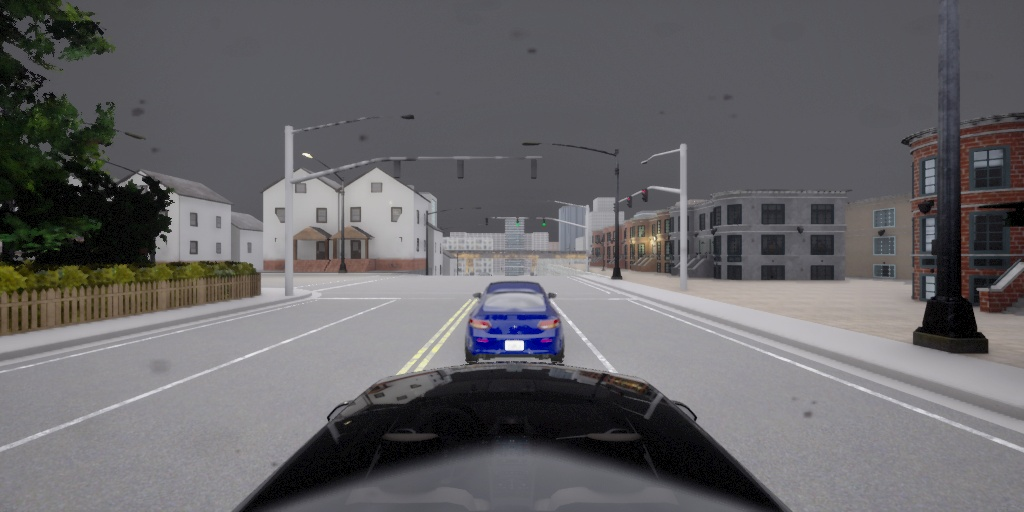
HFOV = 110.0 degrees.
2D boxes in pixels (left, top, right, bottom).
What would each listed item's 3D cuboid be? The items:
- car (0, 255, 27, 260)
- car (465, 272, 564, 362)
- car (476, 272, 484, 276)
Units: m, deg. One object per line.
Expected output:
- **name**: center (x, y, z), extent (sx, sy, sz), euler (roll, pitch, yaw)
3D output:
- **car**: center (-44.725, 0.971, 30.630), extent (5.566, 2.045, 2.150), euler (0, 0, 0)
- **car**: center (0.058, 1.276, 8.095), extent (1.812, 1.442, 4.674), euler (0, 0, 0)
- **car**: center (-3.623, 2.929, 47.193), extent (2.097, 1.767, 4.553), euler (-1, -13, 0)
